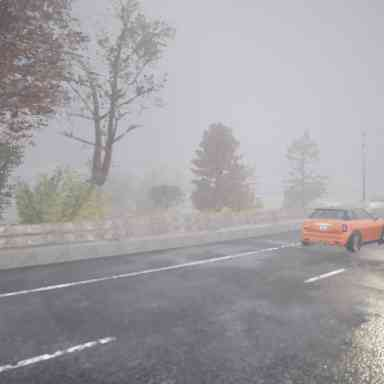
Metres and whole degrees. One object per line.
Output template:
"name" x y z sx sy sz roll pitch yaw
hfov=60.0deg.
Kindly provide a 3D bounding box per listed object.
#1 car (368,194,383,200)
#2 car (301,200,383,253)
"car" 37.630 1.294 68.056 2.097 1.767 4.553 0 0 10
"car" 6.607 1.381 14.165 4.553 1.767 2.097 0 0 -42
